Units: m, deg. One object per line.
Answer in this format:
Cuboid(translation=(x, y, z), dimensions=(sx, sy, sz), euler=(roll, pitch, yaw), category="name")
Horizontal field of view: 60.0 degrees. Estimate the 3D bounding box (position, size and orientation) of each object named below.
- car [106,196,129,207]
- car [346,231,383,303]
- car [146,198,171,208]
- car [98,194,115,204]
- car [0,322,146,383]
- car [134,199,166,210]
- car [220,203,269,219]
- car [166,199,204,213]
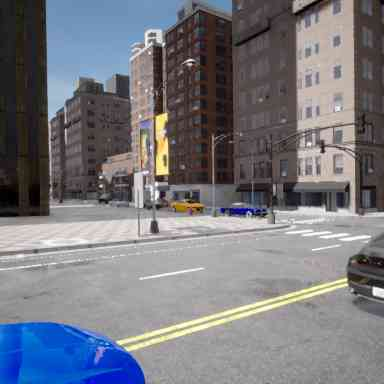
Cuboid(translation=(-11.979, 1.797, 54.651), dimensions=(1.895, 1.301, 4.718), euler=(-1, 0, -35), category="car")
Cuboid(translation=(5.286, 1.505, 7.215), dimensions=(4.892, 1.490, 1.837), euler=(0, 0, -36), category="car")
Cuboid(translation=(-5.162, 1.678, 50.451), dimensions=(1.994, 1.385, 4.181), euler=(-1, 0, -35), category="car")
Cuboid(translation=(-17.275, 1.418, 67.641), dimensions=(2.150, 2.045, 5.566), euler=(-1, 0, -35), category="car")
Cuboid(translation=(-2.595, 1.478, 1.590), dimensions=(5.008, 1.535, 1.882), euler=(0, 0, -35), category="car")
Cuboid(translation=(-6.240, 1.707, 46.440), dimensions=(2.033, 1.411, 5.357), euler=(-1, 0, -35), category="car")
Cuboid(translation=(4.799, 1.695, 30.753), dimensions=(1.895, 1.301, 4.718), euler=(-1, 0, -35), category="car")
Cuboid(translation=(-0.556, 1.603, 38.357), dimensions=(1.882, 1.535, 5.008), euler=(-1, 0, -35), category="car")
